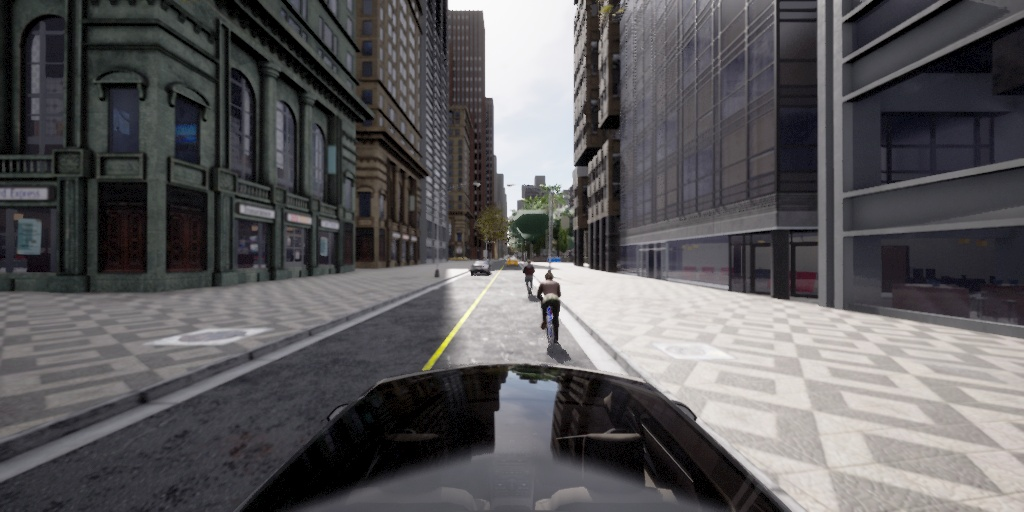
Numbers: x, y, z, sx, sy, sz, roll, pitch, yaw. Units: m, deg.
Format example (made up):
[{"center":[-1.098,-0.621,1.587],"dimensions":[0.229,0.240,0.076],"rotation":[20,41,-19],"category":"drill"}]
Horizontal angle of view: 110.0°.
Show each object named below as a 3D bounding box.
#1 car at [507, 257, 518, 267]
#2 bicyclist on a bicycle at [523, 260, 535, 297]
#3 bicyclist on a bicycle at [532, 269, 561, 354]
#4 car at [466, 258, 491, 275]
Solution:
[{"center":[0.082,1.048,62.848],"dimensions":[1.882,1.535,5.008],"rotation":[0,0,0],"category":"car"},{"center":[0.819,1.065,17.400],"dimensions":[0.659,1.776,1.843],"rotation":[0,0,0],"category":"bicyclist on a bicycle"},{"center":[0.821,1.181,7.789],"dimensions":[0.582,1.620,1.656],"rotation":[0,0,0],"category":"bicyclist on a bicycle"},{"center":[-3.108,1.183,36.426],"dimensions":[2.033,1.411,5.357],"rotation":[0,0,0],"category":"car"}]
